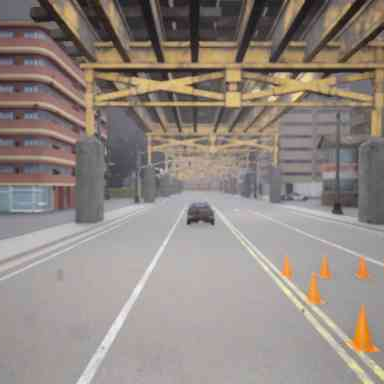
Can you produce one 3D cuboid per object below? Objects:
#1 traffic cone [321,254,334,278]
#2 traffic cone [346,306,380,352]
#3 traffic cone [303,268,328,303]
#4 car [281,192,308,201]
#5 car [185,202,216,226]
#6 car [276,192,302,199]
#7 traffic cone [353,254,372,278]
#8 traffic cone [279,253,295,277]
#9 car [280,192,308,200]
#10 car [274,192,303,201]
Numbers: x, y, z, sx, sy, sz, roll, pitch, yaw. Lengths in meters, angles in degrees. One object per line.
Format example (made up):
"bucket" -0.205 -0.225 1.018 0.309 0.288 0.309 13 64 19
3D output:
"traffic cone" 3.518 1.931 8.807 0.340 0.580 0.340 0 0 1
"traffic cone" 2.471 1.947 4.819 0.340 0.580 0.340 0 0 1
"traffic cone" 2.494 1.937 6.819 0.340 0.580 0.340 0 0 1
"car" 17.858 0.864 58.436 4.974 1.542 2.038 0 1 -19
"car" 0.571 1.398 22.650 2.033 1.411 5.357 0 1 1
"car" 18.282 0.646 62.566 4.536 1.218 1.853 1 1 26
"traffic cone" 4.518 1.936 8.795 0.340 0.580 0.340 0 0 1
"traffic cone" 2.518 1.927 8.819 0.340 0.580 0.340 0 0 1
"car" 17.908 0.707 58.451 4.536 1.218 1.853 0 1 -19
"car" 18.234 0.803 62.590 4.974 1.542 2.038 1 1 26
